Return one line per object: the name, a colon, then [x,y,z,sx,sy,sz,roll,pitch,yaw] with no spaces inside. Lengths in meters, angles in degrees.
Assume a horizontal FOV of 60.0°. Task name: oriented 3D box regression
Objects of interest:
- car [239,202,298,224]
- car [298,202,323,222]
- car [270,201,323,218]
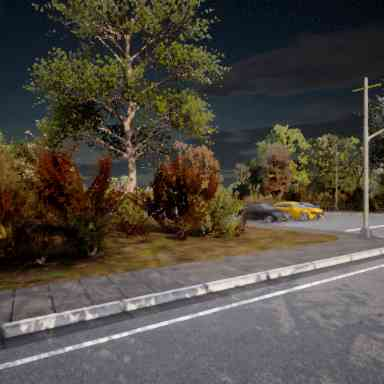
car: [5.470,1.611,26.144,1.837,1.490,4.892,0,-1,-39]
car: [8.493,1.578,27.973,1.882,1.535,5.008,0,-1,-39]
car: [9.985,1.654,32.045,1.812,1.442,4.674,0,-1,-40]
